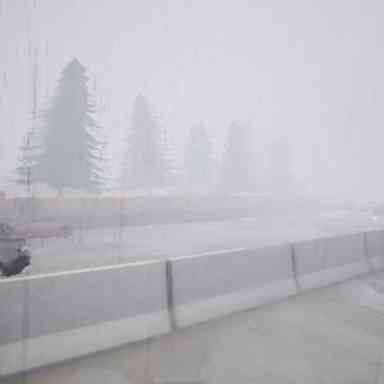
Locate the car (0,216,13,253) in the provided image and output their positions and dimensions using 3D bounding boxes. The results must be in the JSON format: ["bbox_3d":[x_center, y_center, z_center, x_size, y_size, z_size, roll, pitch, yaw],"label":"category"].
[{"bbox_3d":[-10.387,1.884,13.974,4.892,1.490,1.837,0,-1,-33],"label":"car"}]

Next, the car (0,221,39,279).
[{"bbox_3d":[-6.620,1.722,8.082,4.902,1.511,2.128,0,-1,-33],"label":"car"}]

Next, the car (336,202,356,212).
[{"bbox_3d":[22.591,2.181,48.792,1.994,1.385,4.181,-1,-1,38],"label":"car"}]

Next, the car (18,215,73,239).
[{"bbox_3d":[-9.081,2.015,19.078,4.181,1.385,1.994,0,-1,-35],"label":"car"}]

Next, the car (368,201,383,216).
[{"bbox_3d":[21.847,1.925,37.131,2.033,1.411,5.357,-2,-1,42],"label":"car"}]

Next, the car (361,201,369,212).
[{"bbox_3d":[24.802,2.019,45.966,1.812,1.442,4.674,-1,-1,39],"label":"car"}]
